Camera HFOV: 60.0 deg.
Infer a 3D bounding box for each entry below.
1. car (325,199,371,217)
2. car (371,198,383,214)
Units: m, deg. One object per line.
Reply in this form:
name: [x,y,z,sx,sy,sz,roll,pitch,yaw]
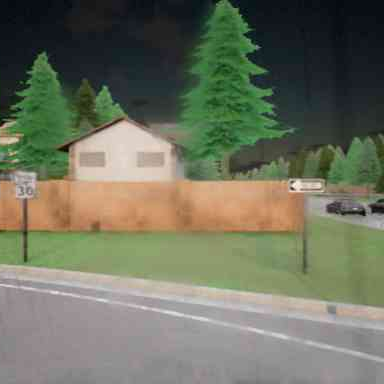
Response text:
car: [12.784,1.258,27.958,1.994,1.385,4.181,0,1,1]
car: [16.272,1.207,27.307,1.837,1.490,4.892,0,1,1]
